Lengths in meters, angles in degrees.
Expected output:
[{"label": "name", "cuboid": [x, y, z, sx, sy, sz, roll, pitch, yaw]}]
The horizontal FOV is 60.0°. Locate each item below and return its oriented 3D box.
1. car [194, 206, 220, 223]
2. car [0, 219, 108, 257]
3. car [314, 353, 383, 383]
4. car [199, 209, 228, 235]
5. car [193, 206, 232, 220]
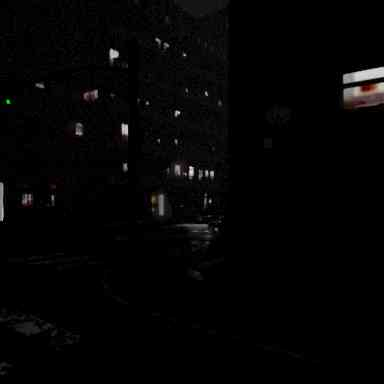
[{"label": "car", "cuboid": [2.030, 2.034, 29.821, 1.812, 1.442, 4.674, 0, -1, 36]}, {"label": "car", "cuboid": [-5.767, 1.738, 13.562, 1.895, 1.301, 4.718, 0, -2, 36]}, {"label": "car", "cuboid": [2.314, 1.442, 1.222, 4.097, 1.590, 1.967, 0, 0, 36]}, {"label": "car", "cuboid": [2.644, 1.916, 20.518, 2.008, 1.369, 4.403, -1, -2, 36]}, {"label": "car", "cuboid": [2.204, 2.142, 34.785, 2.008, 1.369, 4.403, -1, -2, 36]}]
